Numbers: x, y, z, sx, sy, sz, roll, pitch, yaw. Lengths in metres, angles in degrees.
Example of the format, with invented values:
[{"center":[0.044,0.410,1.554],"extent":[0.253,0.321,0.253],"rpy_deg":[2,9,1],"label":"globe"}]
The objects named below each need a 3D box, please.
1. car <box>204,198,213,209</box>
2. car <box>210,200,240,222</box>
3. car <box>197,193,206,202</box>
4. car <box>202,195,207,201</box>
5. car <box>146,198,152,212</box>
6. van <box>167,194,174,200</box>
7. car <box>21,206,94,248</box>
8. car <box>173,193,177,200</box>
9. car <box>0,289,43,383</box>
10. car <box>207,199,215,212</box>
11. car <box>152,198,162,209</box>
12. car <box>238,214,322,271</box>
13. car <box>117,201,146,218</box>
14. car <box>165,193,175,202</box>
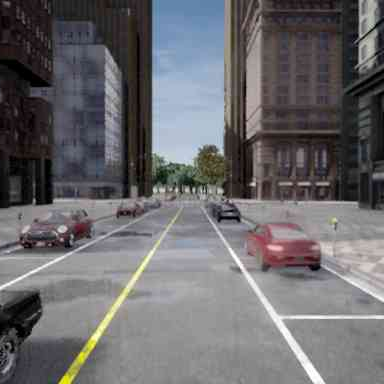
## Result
[{"center":[2.763,1.602,36.689],"extent":[2.008,1.369,4.403],"rpy_deg":[-1,0,0],"label":"car"},{"center":[2.761,1.607,26.283],"extent":[1.947,1.339,4.313],"rpy_deg":[-1,0,0],"label":"car"},{"center":[2.774,1.559,79.448],"extent":[1.752,1.417,4.829],"rpy_deg":[-1,0,0],"label":"car"},{"center":[2.766,1.580,47.265],"extent":[1.752,1.417,4.829],"rpy_deg":[-1,0,0],"label":"car"},{"center":[-5.762,1.632,36.167],"extent":[1.802,1.307,4.206],"rpy_deg":[-1,0,0],"label":"car"},{"center":[-5.750,1.356,90.632],"extent":[1.690,1.788,3.998],"rpy_deg":[-1,0,0],"label":"van"},{"center":[-5.769,1.465,14.655],"extent":[1.967,1.590,4.097],"rpy_deg":[-1,0,0],"label":"car"},{"center":[-5.752,1.340,84.952],"extent":[2.192,1.841,5.009],"rpy_deg":[-1,0,0],"label":"car"},{"center":[-3.080,1.605,2.565],"extent":[1.895,1.301,4.718],"rpy_deg":[0,0,0],"label":"car"},{"center":[2.762,1.612,31.487],"extent":[1.947,1.339,4.313],"rpy_deg":[-1,0,0],"label":"car"},{"center":[-5.760,1.605,46.923],"extent":[2.008,1.369,4.403],"rpy_deg":[-1,0,0],"label":"car"},{"center":[2.757,1.600,10.676],"extent":[1.802,1.307,4.206],"rpy_deg":[-1,0,0],"label":"car"},{"center":[-5.764,1.590,30.790],"extent":[1.887,1.381,4.507],"rpy_deg":[-1,0,0],"label":"car"},{"center":[-5.750,1.616,79.272],"extent":[1.802,1.307,4.206],"rpy_deg":[-1,0,0],"label":"car"}]
